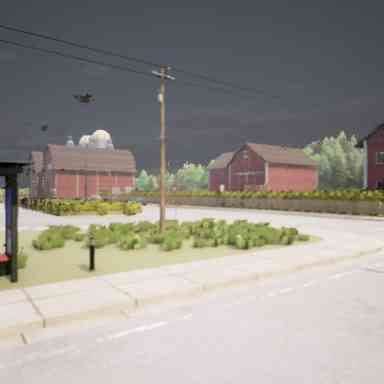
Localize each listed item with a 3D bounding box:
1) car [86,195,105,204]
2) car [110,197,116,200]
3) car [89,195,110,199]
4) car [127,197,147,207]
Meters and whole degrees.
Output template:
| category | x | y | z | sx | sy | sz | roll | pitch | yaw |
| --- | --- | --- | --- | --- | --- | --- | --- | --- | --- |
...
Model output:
| category | x | y | z | sx | sy | sz | roll | pitch | yaw |
| --- | --- | --- | --- | --- | --- | --- | --- | --- | --- |
| car | -18.821 | 1.409 | 64.679 | 1.882 | 1.535 | 5.008 | 0 | 0 | -36 |
| car | -14.194 | 1.495 | 58.288 | 1.994 | 1.385 | 4.181 | 0 | 0 | -36 |
| car | -15.618 | 1.509 | 54.278 | 1.994 | 1.385 | 4.181 | 0 | 0 | -36 |
| car | -8.484 | 1.493 | 50.490 | 1.994 | 1.385 | 4.181 | 0 | 0 | -36 |
